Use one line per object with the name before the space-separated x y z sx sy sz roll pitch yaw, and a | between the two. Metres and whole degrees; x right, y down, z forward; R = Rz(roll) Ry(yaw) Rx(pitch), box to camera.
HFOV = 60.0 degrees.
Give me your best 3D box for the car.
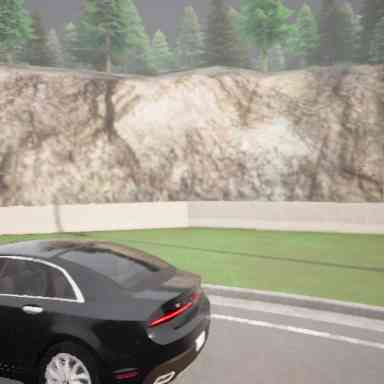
car | -2.198 1.415 4.485 4.892 1.490 1.837 -1 0 20
